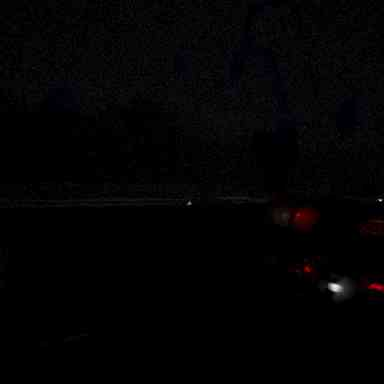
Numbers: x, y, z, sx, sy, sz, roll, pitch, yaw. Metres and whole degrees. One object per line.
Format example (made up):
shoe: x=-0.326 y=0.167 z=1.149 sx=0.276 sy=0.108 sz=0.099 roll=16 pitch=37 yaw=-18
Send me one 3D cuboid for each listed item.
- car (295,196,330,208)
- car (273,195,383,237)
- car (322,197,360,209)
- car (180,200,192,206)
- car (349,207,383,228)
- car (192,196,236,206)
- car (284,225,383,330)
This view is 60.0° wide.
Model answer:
car: x=16.902 y=1.374 z=46.554 sx=5.008 sy=1.535 sz=1.882 roll=0 pitch=0 yaw=-30
car: x=6.408 y=1.187 z=15.978 sx=5.566 sy=2.045 sz=2.150 roll=0 pitch=0 yaw=-30
car: x=19.835 y=1.409 z=44.212 sx=4.902 sy=1.511 sz=2.128 roll=0 pitch=0 yaw=-30
car: x=0.954 y=1.220 z=37.224 sx=4.553 sy=1.767 sz=2.097 roll=0 pitch=0 yaw=-30
car: x=8.799 y=1.462 z=13.323 sx=5.008 sy=1.535 sz=1.882 roll=0 pitch=0 yaw=-30
car: x=2.614 y=1.450 z=34.145 sx=4.181 sy=1.385 sz=1.994 roll=0 pitch=0 yaw=-30
car: x=4.095 y=1.554 z=6.503 sx=4.181 sy=1.385 sz=1.994 roll=0 pitch=0 yaw=-30
